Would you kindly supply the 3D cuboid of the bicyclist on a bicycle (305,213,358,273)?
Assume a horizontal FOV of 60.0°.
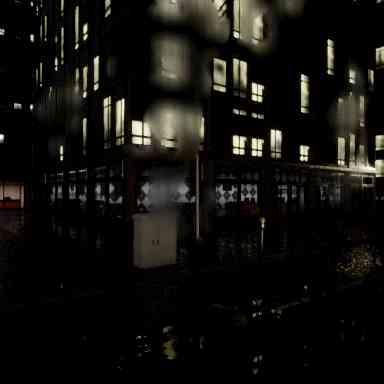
[{"bbox_3d":[3.964,1.454,9.611,0.582,1.620,1.656,0,-1,-37],"label":"bicyclist on a bicycle"}]
